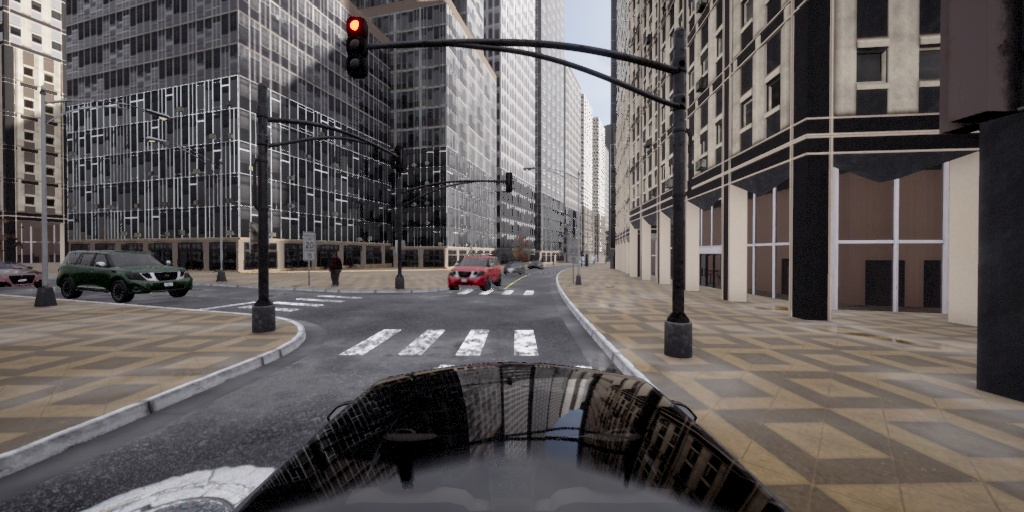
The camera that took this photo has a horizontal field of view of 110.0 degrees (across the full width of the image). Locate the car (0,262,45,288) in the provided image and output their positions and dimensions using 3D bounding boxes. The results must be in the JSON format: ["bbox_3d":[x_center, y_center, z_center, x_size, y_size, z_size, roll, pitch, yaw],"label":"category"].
[{"bbox_3d":[-25.803,0.981,18.032,4.181,1.385,1.994,1,1,16],"label":"car"}]

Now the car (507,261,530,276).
[{"bbox_3d":[0.287,1.315,38.813,2.128,1.511,4.902,0,0,10],"label":"car"}]

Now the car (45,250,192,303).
[{"bbox_3d":[-16.617,0.770,15.376,5.566,2.045,2.150,1,1,17],"label":"car"}]

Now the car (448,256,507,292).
[{"bbox_3d":[-2.088,0.989,22.155,2.150,2.045,5.566,0,0,11],"label":"car"}]

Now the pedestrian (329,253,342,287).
[{"bbox_3d":[-9.580,0.716,19.439,0.375,1.860,0.375,0,0,16],"label":"pedestrian"}]

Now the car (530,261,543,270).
[{"bbox_3d":[3.716,1.459,55.942,2.033,1.411,5.357,0,0,14],"label":"car"}]
